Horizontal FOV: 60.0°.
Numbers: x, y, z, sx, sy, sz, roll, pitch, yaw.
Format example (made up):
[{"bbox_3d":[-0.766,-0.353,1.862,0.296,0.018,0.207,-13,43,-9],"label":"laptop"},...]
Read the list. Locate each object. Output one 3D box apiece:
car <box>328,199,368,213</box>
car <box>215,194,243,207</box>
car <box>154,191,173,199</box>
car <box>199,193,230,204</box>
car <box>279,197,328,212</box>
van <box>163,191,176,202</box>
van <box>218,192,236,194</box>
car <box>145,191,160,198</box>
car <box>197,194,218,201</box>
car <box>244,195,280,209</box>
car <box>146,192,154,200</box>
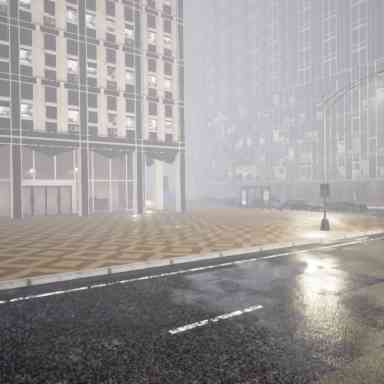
[{"bbox_3d":[16.129,1.406,35.007,1.994,1.385,4.181,-1,1,-35],"label":"car"},{"bbox_3d":[5.662,1.318,45.587,1.947,1.339,4.313,-1,1,-34],"label":"car"},{"bbox_3d":[-6.699,0.613,78.462,2.192,1.841,5.009,0,1,-34],"label":"car"},{"bbox_3d":[3.587,1.241,53.284,1.895,1.301,4.718,-1,1,-34],"label":"car"},{"bbox_3d":[12.038,1.422,36.174,1.947,1.339,4.313,-1,1,-34],"label":"car"},{"bbox_3d":[-3.949,0.936,59.666,1.690,1.788,3.998,0,1,-34],"label":"van"},{"bbox_3d":[6.176,0.853,59.725,1.690,1.788,3.998,-1,1,-34],"label":"van"},{"bbox_3d":[-9.918,0.684,83.148,1.967,1.590,4.097,0,1,-34],"label":"car"},{"bbox_3d":[2.958,1.041,64.413,1.802,1.307,4.206,-1,1,-34],"label":"car"},{"bbox_3d":[8.833,1.386,40.870,1.802,1.307,4.206,-1,1,-34],"label":"car"},{"bbox_3d":[-10.387,1.038,69.036,2.008,1.369,4.403,0,1,-34],"label":"car"}]
